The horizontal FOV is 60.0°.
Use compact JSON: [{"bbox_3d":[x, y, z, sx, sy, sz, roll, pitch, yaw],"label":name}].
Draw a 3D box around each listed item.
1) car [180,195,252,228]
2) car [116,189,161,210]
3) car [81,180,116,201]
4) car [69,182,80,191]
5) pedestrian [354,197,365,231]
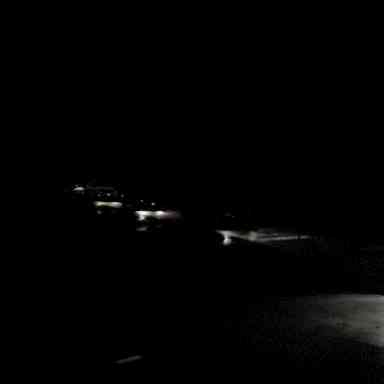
[{"bbox_3d":[1.188,0.971,18.489,1.882,1.535,5.008,2,1,-33],"label":"car"},{"bbox_3d":[-4.177,0.555,26.878,1.837,1.490,4.892,2,1,-32],"label":"car"},{"bbox_3d":[-9.874,-0.206,35.850,2.150,2.045,5.566,2,1,-33],"label":"car"},{"bbox_3d":[-19.845,-0.898,57.402,2.128,1.511,4.902,2,2,-33],"label":"car"},{"bbox_3d":[9.027,1.184,17.985,0.375,1.860,0.375,5,-3,-32],"label":"pedestrian"}]
